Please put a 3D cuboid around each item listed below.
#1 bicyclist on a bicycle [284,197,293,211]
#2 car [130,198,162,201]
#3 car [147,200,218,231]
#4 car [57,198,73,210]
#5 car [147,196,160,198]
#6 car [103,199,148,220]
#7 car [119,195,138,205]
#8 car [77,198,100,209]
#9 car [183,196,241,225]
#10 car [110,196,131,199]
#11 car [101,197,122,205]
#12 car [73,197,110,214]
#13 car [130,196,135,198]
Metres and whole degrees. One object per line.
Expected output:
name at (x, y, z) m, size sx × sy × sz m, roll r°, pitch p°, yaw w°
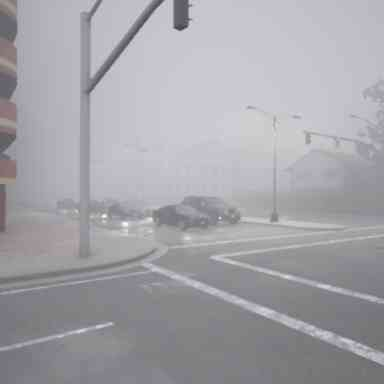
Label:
bicyclist on a bicycle at (11.716, 1.496, 40.472) m, size 1.656 × 1.620 × 0.582 m, roll 0°, pitch 0°, yaw -35°
car at (-4.320, 1.617, 32.956) m, size 1.812 × 1.442 × 4.674 m, roll 0°, pitch 0°, yaw -35°
car at (-0.762, 1.547, 21.583) m, size 1.882 × 1.535 × 5.008 m, roll 0°, pitch 0°, yaw -34°
car at (-16.938, 1.576, 45.122) m, size 1.837 × 1.490 × 4.892 m, roll 0°, pitch 0°, yaw -34°
car at (-6.858, 1.513, 57.060) m, size 2.097 × 1.767 × 4.553 m, roll 0°, pitch 0°, yaw -35°
car at (-5.889, 1.596, 29.057) m, size 1.812 × 1.442 × 4.674 m, roll 0°, pitch 0°, yaw -35°
car at (-12.532, 1.514, 65.294) m, size 2.097 × 1.767 × 4.553 m, roll 0°, pitch 0°, yaw -35°
car at (-15.221, 1.657, 48.820) m, size 1.994 × 1.385 × 4.181 m, roll 0°, pitch 0°, yaw -34°
car at (1.224, 1.312, 24.914) m, size 2.150 × 2.045 × 5.566 m, roll 0°, pitch 0°, yaw -34°
car at (-9.568, 1.597, 40.558) m, size 1.837 × 1.490 × 4.892 m, roll 0°, pitch 0°, yaw -34°
car at (-15.432, 1.689, 63.332) m, size 2.033 × 1.411 × 5.357 m, roll 0°, pitch 0°, yaw -35°
car at (-11.193, 1.548, 36.745) m, size 1.882 × 1.535 × 5.008 m, roll 0°, pitch 0°, yaw -34°
car at (-9.710, 1.667, 55.112) m, size 1.812 × 1.442 × 4.674 m, roll 0°, pitch 0°, yaw -34°
